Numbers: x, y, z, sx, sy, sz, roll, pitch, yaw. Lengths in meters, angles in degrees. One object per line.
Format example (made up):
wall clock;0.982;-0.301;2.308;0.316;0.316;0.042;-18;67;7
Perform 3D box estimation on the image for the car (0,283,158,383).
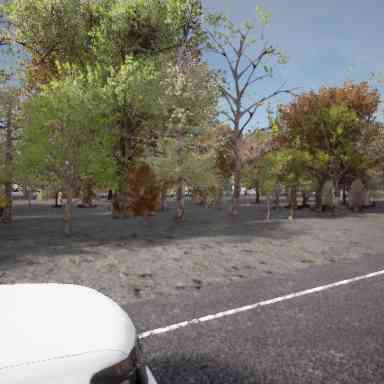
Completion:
car;-2.856;1.222;1.587;5.566;2.045;2.150;0;0;-34
